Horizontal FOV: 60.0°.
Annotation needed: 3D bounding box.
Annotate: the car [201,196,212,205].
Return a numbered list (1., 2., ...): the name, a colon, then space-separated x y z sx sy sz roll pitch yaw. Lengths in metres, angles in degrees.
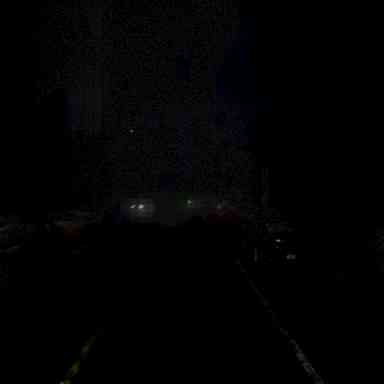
1. car: 2.756 1.633 65.837 1.967 1.590 4.097 0 0 0

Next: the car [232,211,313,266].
1. car: 2.761 1.582 11.462 2.008 1.369 4.403 0 0 0

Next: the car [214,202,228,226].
1. car: 2.760 1.606 22.337 1.887 1.381 4.507 0 0 0

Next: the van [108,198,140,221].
1. van: -5.766 1.418 27.774 1.690 1.788 3.998 0 0 0

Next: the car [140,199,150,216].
1. car: -5.766 1.643 33.211 2.008 1.369 4.403 0 0 0

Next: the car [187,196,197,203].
1. car: -0.006 1.646 75.814 2.128 1.511 4.902 0 0 0

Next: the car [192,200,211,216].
1. car: 0.897 1.621 34.041 1.812 1.442 4.674 0 0 0

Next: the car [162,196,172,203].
1. car: -5.770 1.670 76.712 1.967 1.590 4.097 0 0 0

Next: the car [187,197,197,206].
1. car: -0.005 1.655 60.919 1.882 1.535 5.008 0 0 0

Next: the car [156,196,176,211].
1. car: -3.093 1.616 43.786 2.128 1.511 4.902 0 0 0

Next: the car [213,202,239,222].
1. car: 2.759 1.602 27.944 1.752 1.417 4.829 0 0 0

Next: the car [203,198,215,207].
1. car: 2.757 1.684 55.132 1.752 1.417 4.829 0 0 0

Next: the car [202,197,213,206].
1. car: 2.756 1.720 60.400 1.887 1.381 4.507 0 0 0

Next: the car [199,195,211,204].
1. car: 2.755 1.526 71.276 2.192 1.841 5.009 0 0 0

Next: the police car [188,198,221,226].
1. police car: 0.887 1.493 24.151 1.930 1.638 5.238 0 0 0

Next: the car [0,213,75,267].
1. car: -5.764 1.613 11.461 1.802 1.307 4.206 0 0 0

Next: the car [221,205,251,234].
1. car: 2.760 1.591 16.899 1.887 1.381 4.507 0 0 0

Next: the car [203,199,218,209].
1. car: 2.757 1.692 49.524 2.008 1.369 4.403 0 0 0

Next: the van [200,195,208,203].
1. van: 2.755 1.571 76.713 1.690 1.788 3.998 0 0 0

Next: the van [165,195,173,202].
1. van: -5.771 1.590 82.150 1.690 1.788 3.998 0 0 0

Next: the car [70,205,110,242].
1. car: -5.765 1.571 16.729 1.752 1.417 4.829 0 0 0

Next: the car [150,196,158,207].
1. car: -5.768 1.707 49.524 1.947 1.339 4.313 0 0 0

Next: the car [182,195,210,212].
1. car: 0.334 1.335 40.292 2.150 2.045 5.566 0 0 11
